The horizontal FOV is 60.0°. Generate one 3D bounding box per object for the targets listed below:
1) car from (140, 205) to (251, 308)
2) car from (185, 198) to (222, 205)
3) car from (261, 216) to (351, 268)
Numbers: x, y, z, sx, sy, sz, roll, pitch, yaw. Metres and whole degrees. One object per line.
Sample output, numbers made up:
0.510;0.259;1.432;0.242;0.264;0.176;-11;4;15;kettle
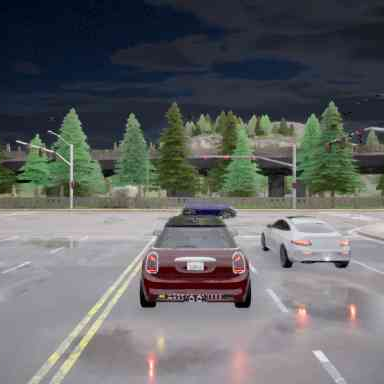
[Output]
0.083;1.352;8.094;2.097;1.767;4.553;0;0;1;car
1.394;1.322;27.524;4.553;1.767;2.097;0;0;1;car
3.602;1.526;11.139;1.812;1.442;4.674;0;0;0;car
